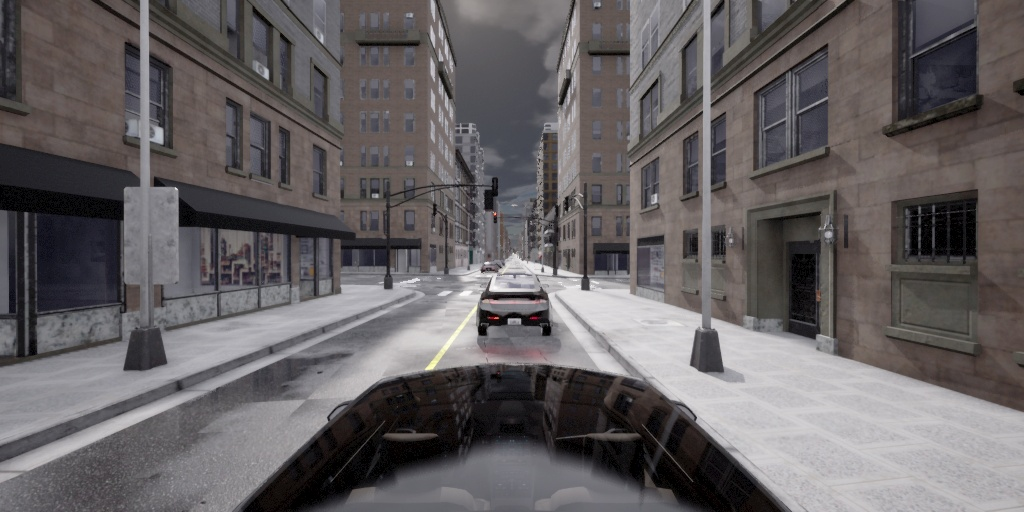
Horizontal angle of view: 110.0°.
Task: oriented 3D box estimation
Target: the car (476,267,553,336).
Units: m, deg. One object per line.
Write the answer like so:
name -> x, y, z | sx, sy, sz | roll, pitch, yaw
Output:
car -> 0.076, 1.243, 10.380 | 2.128, 1.511, 4.902 | 0, 0, 1

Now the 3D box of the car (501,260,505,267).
car -> -2.573, 1.337, 58.347 | 1.837, 1.490, 4.892 | 0, 2, 0

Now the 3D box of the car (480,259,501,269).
car -> -2.713, 1.371, 44.034 | 1.994, 1.385, 4.181 | 0, 0, 1
